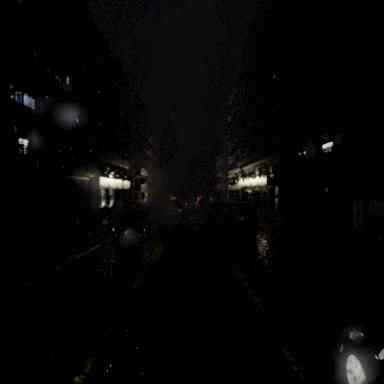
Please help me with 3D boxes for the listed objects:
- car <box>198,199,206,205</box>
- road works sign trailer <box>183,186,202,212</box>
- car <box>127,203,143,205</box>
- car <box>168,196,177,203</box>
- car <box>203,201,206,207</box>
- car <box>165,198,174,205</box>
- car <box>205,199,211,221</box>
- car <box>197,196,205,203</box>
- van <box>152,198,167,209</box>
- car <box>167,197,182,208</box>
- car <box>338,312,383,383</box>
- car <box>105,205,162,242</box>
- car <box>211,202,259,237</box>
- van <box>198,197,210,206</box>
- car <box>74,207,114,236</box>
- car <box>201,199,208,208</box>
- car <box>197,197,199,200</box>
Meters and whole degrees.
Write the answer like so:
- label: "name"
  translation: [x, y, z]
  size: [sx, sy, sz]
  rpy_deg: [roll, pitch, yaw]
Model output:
- label: "car"
  translation: [2.460, 2.347, 81.446]
  size: [1.802, 1.307, 4.206]
  rpy_deg: [-1, -1, 0]
- label: "road works sign trailer"
  translation: [-0.054, 0.900, 46.800]
  size: [2.380, 3.560, 2.880]
  rpy_deg: [0, -1, 0]
- label: "car"
  translation: [-5.362, 1.725, 30.670]
  size: [1.967, 1.590, 4.097]
  rpy_deg: [-1, -1, 0]
- label: "car"
  translation: [-5.438, 2.191, 92.832]
  size: [2.192, 1.841, 5.009]
  rpy_deg: [-1, -1, 0]
- label: "car"
  translation: [2.513, 1.917, 36.134]
  size: [1.802, 1.307, 4.206]
  rpy_deg: [-1, -1, 0]
- label: "car"
  translation: [-5.421, 2.312, 81.528]
  size: [1.887, 1.381, 4.507]
  rpy_deg: [-1, -1, 0]
- label: "car"
  translation: [2.523, 1.722, 30.471]
  size: [1.967, 1.590, 4.097]
  rpy_deg: [-1, -1, 0]
- label: "car"
  translation: [2.443, 2.190, 92.777]
  size: [2.192, 1.841, 5.009]
  rpy_deg: [-1, -1, 0]
- label: "van"
  translation: [-5.390, 1.839, 53.274]
  size: [1.690, 1.788, 3.998]
  rpy_deg: [-1, -1, 0]
- label: "car"
  translation: [-2.861, 2.075, 58.825]
  size: [1.812, 1.442, 4.674]
  rpy_deg: [0, 0, 1]
- label: "car"
  translation: [2.521, 1.571, 2.150]
  size: [2.008, 1.369, 4.403]
  rpy_deg: [-1, -1, 0]
- label: "car"
  translation: [-2.871, 1.665, 17.323]
  size: [1.837, 1.490, 4.892]
  rpy_deg: [0, -1, 0]
- label: "car"
  translation: [2.519, 1.491, 19.144]
  size: [2.192, 1.841, 5.009]
  rpy_deg: [-1, -1, 0]
- label: "van"
  translation: [2.483, 1.890, 58.793]
  size: [1.690, 1.788, 3.998]
  rpy_deg: [-1, -1, 0]
- label: "car"
  translation: [-5.349, 1.619, 19.368]
  size: [1.967, 1.590, 4.097]
  rpy_deg: [-1, -1, 0]
- label: "car"
  translation: [2.506, 1.933, 41.798]
  size: [1.887, 1.381, 4.507]
  rpy_deg: [-1, -1, 0]
- label: "car"
  translation: [2.469, 1.972, 70.121]
  size: [2.192, 1.841, 5.009]
  rpy_deg: [-1, -1, 0]
